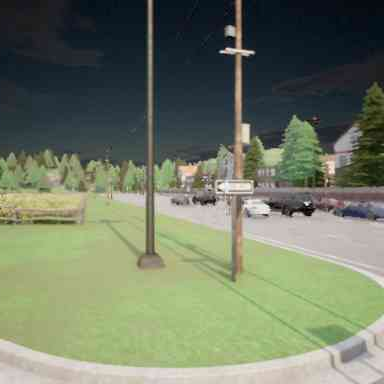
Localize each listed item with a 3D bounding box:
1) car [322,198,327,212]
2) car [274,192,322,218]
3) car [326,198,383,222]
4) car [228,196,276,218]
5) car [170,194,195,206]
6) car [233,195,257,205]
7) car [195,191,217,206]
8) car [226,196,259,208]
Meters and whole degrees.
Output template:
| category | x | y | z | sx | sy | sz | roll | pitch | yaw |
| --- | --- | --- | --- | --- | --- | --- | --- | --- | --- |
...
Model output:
| category | x | y | z | sx | sy | sz | roll | pitch | yaw |
| --- | --- | --- | --- | --- | --- | --- | --- | --- | --- |
| car | 13.672 | 1.315 | 34.320 | 1.812 | 1.442 | 4.674 | 0 | 0 | -18 |
| car | 8.190 | 1.043 | 28.650 | 2.150 | 2.045 | 5.566 | 0 | 0 | -19 |
| car | 13.069 | 1.395 | 25.100 | 2.033 | 1.411 | 5.357 | 0 | 0 | -19 |
| car | 4.775 | 1.351 | 27.822 | 1.812 | 1.442 | 4.674 | 0 | 0 | -19 |
| car | -1.738 | 1.188 | 47.268 | 2.128 | 1.511 | 4.902 | 0 | 0 | -19 |
| car | 8.083 | 1.243 | 51.002 | 1.994 | 1.385 | 4.181 | 0 | 0 | -19 |
| car | 1.732 | 0.916 | 47.930 | 2.150 | 2.045 | 5.566 | 0 | 0 | -19 |
| car | 6.620 | 1.268 | 44.355 | 2.033 | 1.411 | 5.357 | 0 | 0 | -19 |
